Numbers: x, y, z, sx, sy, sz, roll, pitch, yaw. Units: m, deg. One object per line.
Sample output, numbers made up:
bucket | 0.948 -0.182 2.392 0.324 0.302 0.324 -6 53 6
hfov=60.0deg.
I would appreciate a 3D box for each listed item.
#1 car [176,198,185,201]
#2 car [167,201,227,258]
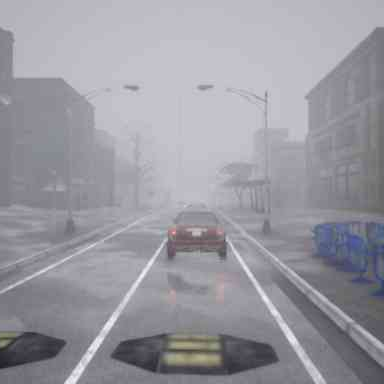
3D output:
car | -2.040 1.959 64.528 1.812 1.442 4.674 0 -1 2
car | 0.209 1.427 13.335 2.097 1.767 4.553 0 0 1
